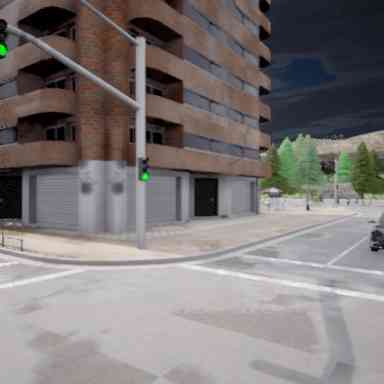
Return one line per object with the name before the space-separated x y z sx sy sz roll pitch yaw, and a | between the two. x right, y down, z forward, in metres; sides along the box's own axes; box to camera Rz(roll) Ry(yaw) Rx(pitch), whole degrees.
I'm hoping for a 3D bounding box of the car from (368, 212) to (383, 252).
car | 8.377 1.505 13.266 1.837 1.490 4.892 0 0 36
